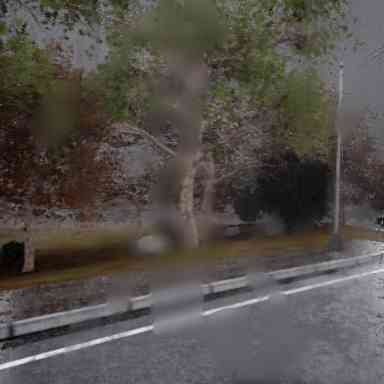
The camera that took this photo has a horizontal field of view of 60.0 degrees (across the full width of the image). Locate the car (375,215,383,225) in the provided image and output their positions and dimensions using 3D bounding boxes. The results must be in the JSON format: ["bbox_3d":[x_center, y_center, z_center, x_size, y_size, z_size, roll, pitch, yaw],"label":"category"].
[{"bbox_3d":[24.600,3.456,41.163,5.357,1.411,2.033,4,-3,-40],"label":"car"}]
